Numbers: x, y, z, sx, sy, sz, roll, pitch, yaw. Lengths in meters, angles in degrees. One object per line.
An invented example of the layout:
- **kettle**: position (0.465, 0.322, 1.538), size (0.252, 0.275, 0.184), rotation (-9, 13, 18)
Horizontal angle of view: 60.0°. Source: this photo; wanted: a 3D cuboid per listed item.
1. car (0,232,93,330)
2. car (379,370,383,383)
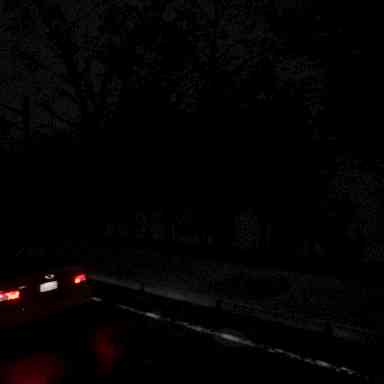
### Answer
- **car**: position (-4.326, 1.558, 6.771), size (5.357, 1.411, 2.033), rotation (0, 0, 36)
- **car**: position (3.735, 1.218, 1.020), size (5.566, 2.045, 2.150), rotation (0, 0, 35)
